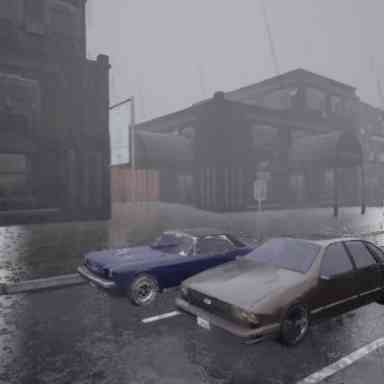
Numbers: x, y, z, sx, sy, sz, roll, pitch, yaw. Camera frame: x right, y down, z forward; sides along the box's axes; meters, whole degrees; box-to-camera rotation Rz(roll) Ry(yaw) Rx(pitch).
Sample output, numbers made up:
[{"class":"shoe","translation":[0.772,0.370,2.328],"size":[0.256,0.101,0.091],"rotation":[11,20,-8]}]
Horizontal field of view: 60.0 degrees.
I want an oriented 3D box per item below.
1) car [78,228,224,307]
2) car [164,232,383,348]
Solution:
[{"class":"car","translation":[-0.214,1.605,8.114],"size":[4.718,1.301,1.895],"rotation":[0,0,-36]},{"class":"car","translation":[2.323,1.551,6.491],"size":[5.357,1.411,2.033],"rotation":[0,0,-36]}]
